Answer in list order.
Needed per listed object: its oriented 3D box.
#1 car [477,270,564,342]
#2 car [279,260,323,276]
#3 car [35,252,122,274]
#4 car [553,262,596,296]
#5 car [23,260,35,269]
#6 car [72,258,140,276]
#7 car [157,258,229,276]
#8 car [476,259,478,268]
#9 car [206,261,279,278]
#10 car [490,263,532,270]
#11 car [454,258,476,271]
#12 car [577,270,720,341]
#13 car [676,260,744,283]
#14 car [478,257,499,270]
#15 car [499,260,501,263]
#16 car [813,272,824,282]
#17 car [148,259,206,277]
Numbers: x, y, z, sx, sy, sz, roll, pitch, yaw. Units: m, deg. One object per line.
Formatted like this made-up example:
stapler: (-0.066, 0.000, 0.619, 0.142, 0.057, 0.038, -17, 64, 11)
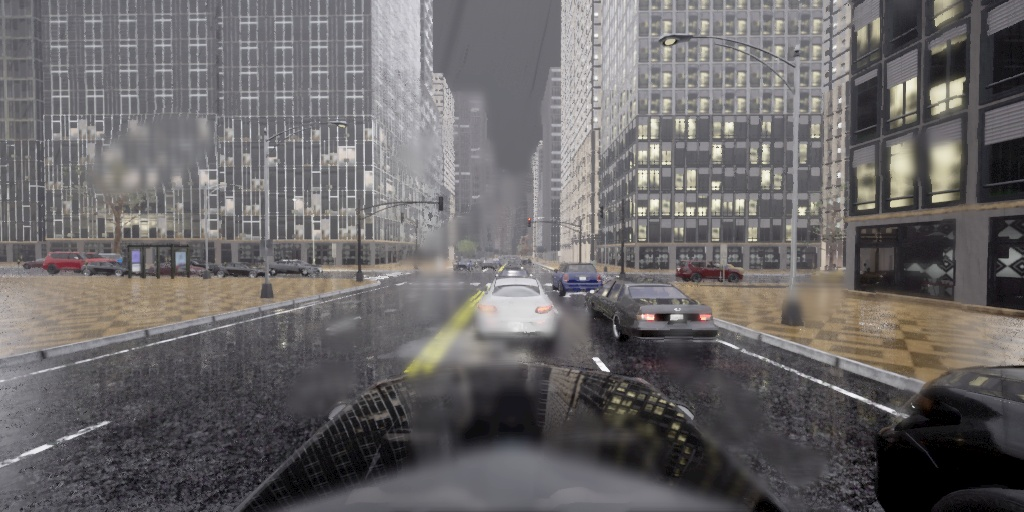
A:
car: (0.107, 1.272, 9.662, 1.812, 1.442, 4.674, 0, 0, 0)
car: (-19.997, 1.080, 32.944, 4.902, 1.511, 2.128, 1, 1, 1)
car: (-40.007, 0.628, 33.375, 5.566, 2.045, 2.150, 1, 1, 1)
car: (3.367, 1.093, 19.185, 2.097, 1.767, 4.553, 0, 0, 0)
car: (-50.931, 0.793, 39.405, 4.207, 1.307, 1.802, 0, 0, 1)
car: (-34.067, 1.069, 30.612, 4.313, 1.339, 1.948, 0, 0, 1)
car: (-29.408, 0.981, 33.146, 5.008, 1.535, 1.882, 1, 1, 1)
car: (-6.529, 1.211, 58.361, 1.837, 1.490, 4.892, 0, 0, 0)
car: (-22.703, 1.174, 30.294, 4.313, 1.339, 1.948, 0, 0, 1)
car: (0.117, 1.288, 18.906, 2.033, 1.411, 5.357, 0, 0, 0)
car: (-6.576, 1.068, 49.264, 2.097, 1.767, 4.553, 0, 0, 1)
car: (3.360, 1.293, 9.800, 2.033, 1.411, 5.357, 0, 0, 0)
car: (16.222, 1.269, 29.726, 5.009, 1.841, 2.192, 0, 0, 1)
car: (-3.292, 1.262, 51.245, 2.033, 1.411, 5.357, 0, 0, 0)
car: (-3.267, 1.304, 61.006, 1.895, 1.301, 4.718, 0, 0, 0)
car: (27.670, 1.579, 29.518, 4.829, 1.417, 1.751, 0, 0, 1)
car: (-28.386, 1.138, 30.433, 4.207, 1.307, 1.802, 0, 0, 1)
